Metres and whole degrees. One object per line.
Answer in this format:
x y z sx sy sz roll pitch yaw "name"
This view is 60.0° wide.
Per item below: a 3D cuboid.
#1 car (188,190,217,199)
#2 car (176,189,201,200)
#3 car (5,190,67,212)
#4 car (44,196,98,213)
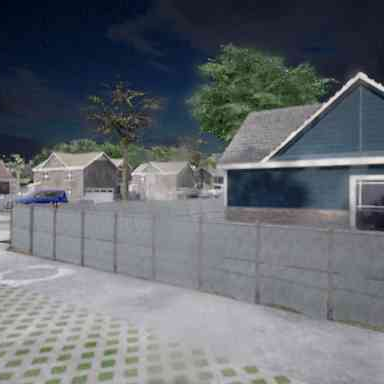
1.952 0.855 49.105 1.882 1.535 5.008 0 1 33 "car"
-0.252 0.574 51.663 2.150 2.045 5.566 0 1 33 "car"
-13.992 0.842 30.450 2.150 2.045 5.566 0 1 33 "car"
-10.413 1.224 30.007 1.895 1.301 4.718 0 1 33 "car"
